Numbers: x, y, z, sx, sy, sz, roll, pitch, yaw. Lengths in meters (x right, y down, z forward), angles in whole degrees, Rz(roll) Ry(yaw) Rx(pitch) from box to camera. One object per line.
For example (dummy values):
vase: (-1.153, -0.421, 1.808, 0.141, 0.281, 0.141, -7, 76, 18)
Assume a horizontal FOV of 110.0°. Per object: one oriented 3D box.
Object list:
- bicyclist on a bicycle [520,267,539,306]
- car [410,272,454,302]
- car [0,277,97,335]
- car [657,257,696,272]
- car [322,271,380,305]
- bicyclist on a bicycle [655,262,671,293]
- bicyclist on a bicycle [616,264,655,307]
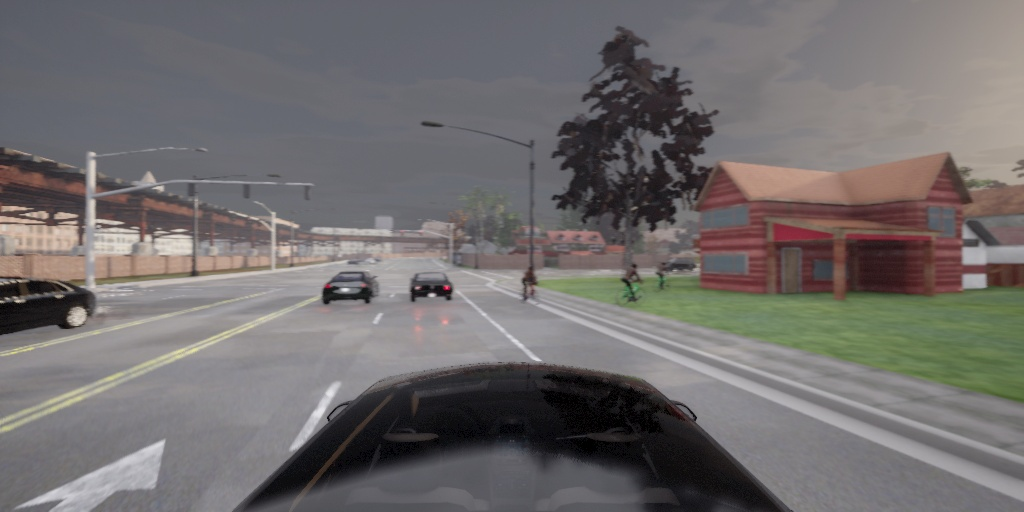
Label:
bicyclist on a bicycle: (0.718, 1.268, 15.080, 0.582, 1.620, 1.656, 0, -1, -25)
car: (-4.049, 1.427, 17.719, 1.895, 1.301, 4.718, 0, 0, -15)
car: (-12.617, 1.283, 8.402, 1.837, 1.490, 4.892, 0, 0, -15)
car: (23.861, 1.227, 51.940, 5.566, 2.045, 2.150, 0, 0, -16)
car: (-7.434, 1.384, 16.858, 1.994, 1.385, 4.181, 0, 0, -14)
bicyclist on a bicycle: (8.066, 1.150, 19.265, 1.656, 1.620, 0.582, -1, 0, -36)
bicyclist on a bicycle: (4.557, 1.114, 13.675, 1.656, 1.620, 0.582, 1, -1, -31)
